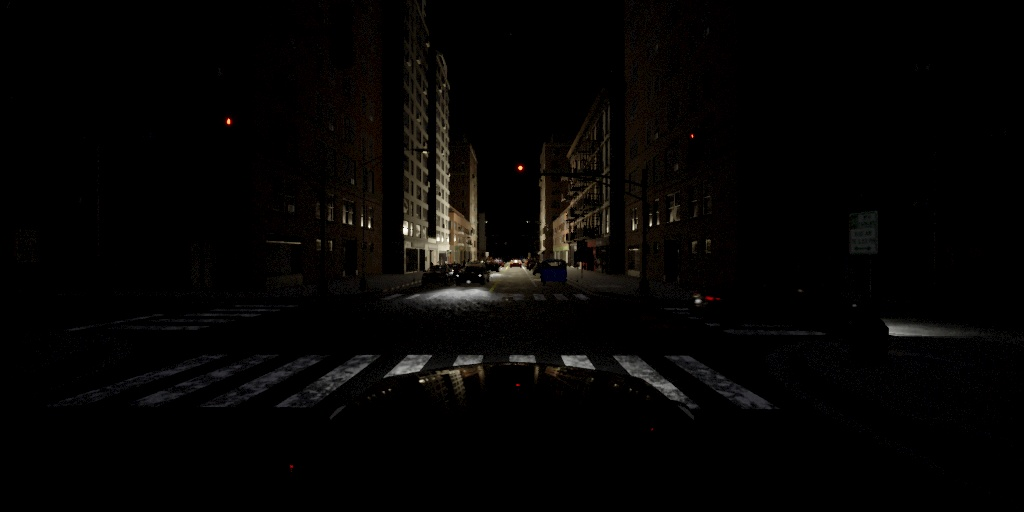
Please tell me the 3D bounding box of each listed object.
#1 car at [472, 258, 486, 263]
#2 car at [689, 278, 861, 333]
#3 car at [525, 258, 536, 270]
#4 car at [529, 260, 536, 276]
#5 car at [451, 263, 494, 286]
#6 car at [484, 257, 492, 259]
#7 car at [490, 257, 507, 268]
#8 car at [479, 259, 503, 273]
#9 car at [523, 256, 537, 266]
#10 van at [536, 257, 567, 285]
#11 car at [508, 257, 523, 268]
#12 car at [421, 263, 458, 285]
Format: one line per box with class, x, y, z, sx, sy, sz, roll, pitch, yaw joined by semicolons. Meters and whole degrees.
car;-4.957;1.268;48.019;1.751;1.417;4.829;0;0;1
car;7.688;1.368;10.752;4.181;1.385;1.994;0;0;7
car;3.069;1.325;48.120;1.802;1.307;4.207;0;0;1
car;2.962;1.329;36.757;1.802;1.307;4.207;0;0;1
car;-2.643;1.349;25.175;1.895;1.301;4.718;0;0;4
car;-4.795;1.296;65.234;1.948;1.339;4.313;0;0;1
car;-2.209;1.345;59.753;1.994;1.385;4.181;0;0;1
car;-2.463;1.346;42.636;1.895;1.301;4.718;0;0;1
car;3.123;1.054;53.801;2.192;1.841;5.009;0;0;1
van;2.855;1.089;25.395;1.690;1.789;3.998;0;0;1
car;0.639;1.336;59.078;1.895;1.301;4.718;0;0;1
car;-5.170;1.299;25.462;2.007;1.370;4.403;0;0;1
